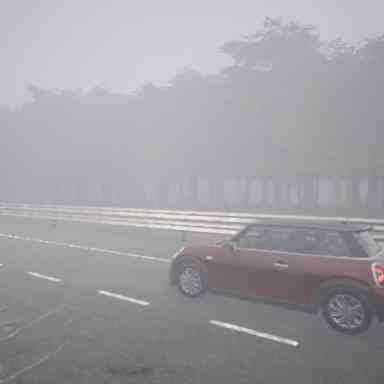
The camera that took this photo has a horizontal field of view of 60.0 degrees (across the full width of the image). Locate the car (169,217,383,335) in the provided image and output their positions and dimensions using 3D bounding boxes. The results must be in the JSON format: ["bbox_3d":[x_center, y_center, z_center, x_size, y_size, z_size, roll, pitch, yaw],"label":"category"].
[{"bbox_3d":[1.690,1.351,6.962,4.553,1.767,2.097,0,0,36],"label":"car"}]
